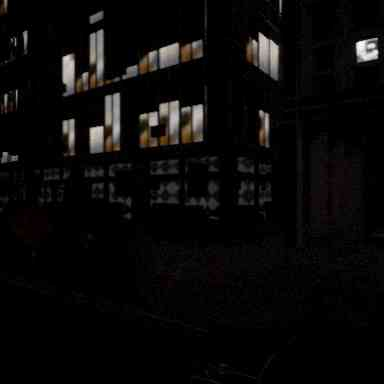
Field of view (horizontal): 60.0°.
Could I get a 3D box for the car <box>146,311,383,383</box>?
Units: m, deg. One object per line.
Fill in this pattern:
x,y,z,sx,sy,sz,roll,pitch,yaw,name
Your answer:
1.434,1.440,1.851,4.097,1.590,1.967,0,0,36,car

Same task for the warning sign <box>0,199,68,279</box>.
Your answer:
-4.179,1.144,8.777,1.060,1.860,1.300,0,0,36,warning sign
